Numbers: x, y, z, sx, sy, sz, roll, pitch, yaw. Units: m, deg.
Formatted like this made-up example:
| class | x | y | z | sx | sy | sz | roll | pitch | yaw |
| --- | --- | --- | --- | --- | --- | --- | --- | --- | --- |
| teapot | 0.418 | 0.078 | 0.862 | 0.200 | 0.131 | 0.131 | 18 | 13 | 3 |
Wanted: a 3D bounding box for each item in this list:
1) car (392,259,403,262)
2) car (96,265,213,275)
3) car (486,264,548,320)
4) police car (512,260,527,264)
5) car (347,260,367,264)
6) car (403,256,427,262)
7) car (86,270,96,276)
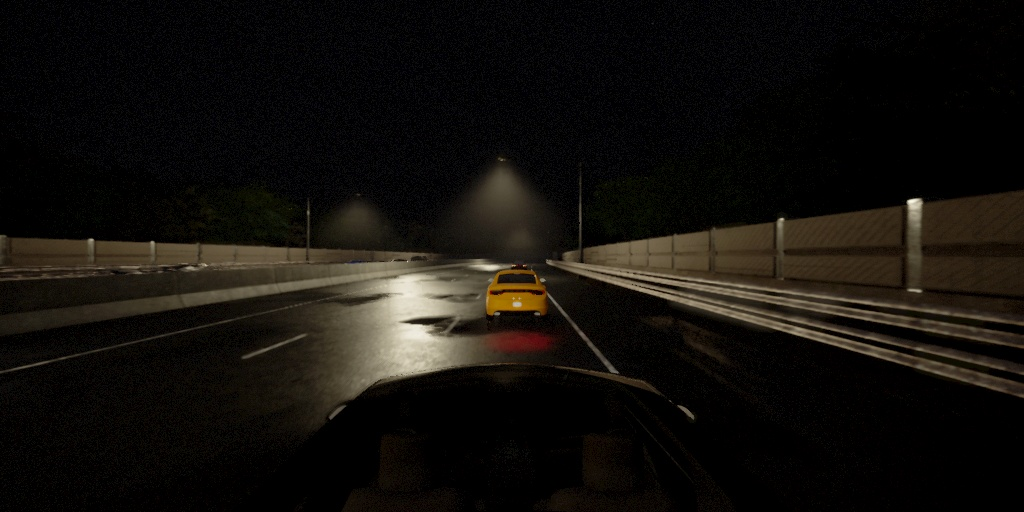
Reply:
| class | x | y | z | sx | sy | sz | roll | pitch | yaw |
| --- | --- | --- | --- | --- | --- | --- | --- | --- | --- |
| car | -19.462 | 1.310 | 61.467 | 1.837 | 1.490 | 4.892 | 0 | 0 | 3 |
| car | -17.450 | 1.228 | 18.532 | 2.128 | 1.511 | 4.902 | 0 | 0 | 1 |
| car | 0.174 | 1.226 | 12.674 | 1.882 | 1.535 | 5.008 | 0 | 0 | 1 |
| police car | 0.907 | 1.303 | 43.706 | 2.038 | 1.542 | 4.974 | 0 | 0 | 2 |
| car | -23.349 | 1.306 | 53.924 | 1.812 | 1.442 | 4.674 | 0 | 0 | 3 |
| car | -16.009 | 1.032 | 60.702 | 2.150 | 2.045 | 5.566 | 0 | 0 | 3 |
| car | -20.952 | 1.334 | 18.690 | 1.895 | 1.301 | 4.718 | 0 | 0 | 1 |
